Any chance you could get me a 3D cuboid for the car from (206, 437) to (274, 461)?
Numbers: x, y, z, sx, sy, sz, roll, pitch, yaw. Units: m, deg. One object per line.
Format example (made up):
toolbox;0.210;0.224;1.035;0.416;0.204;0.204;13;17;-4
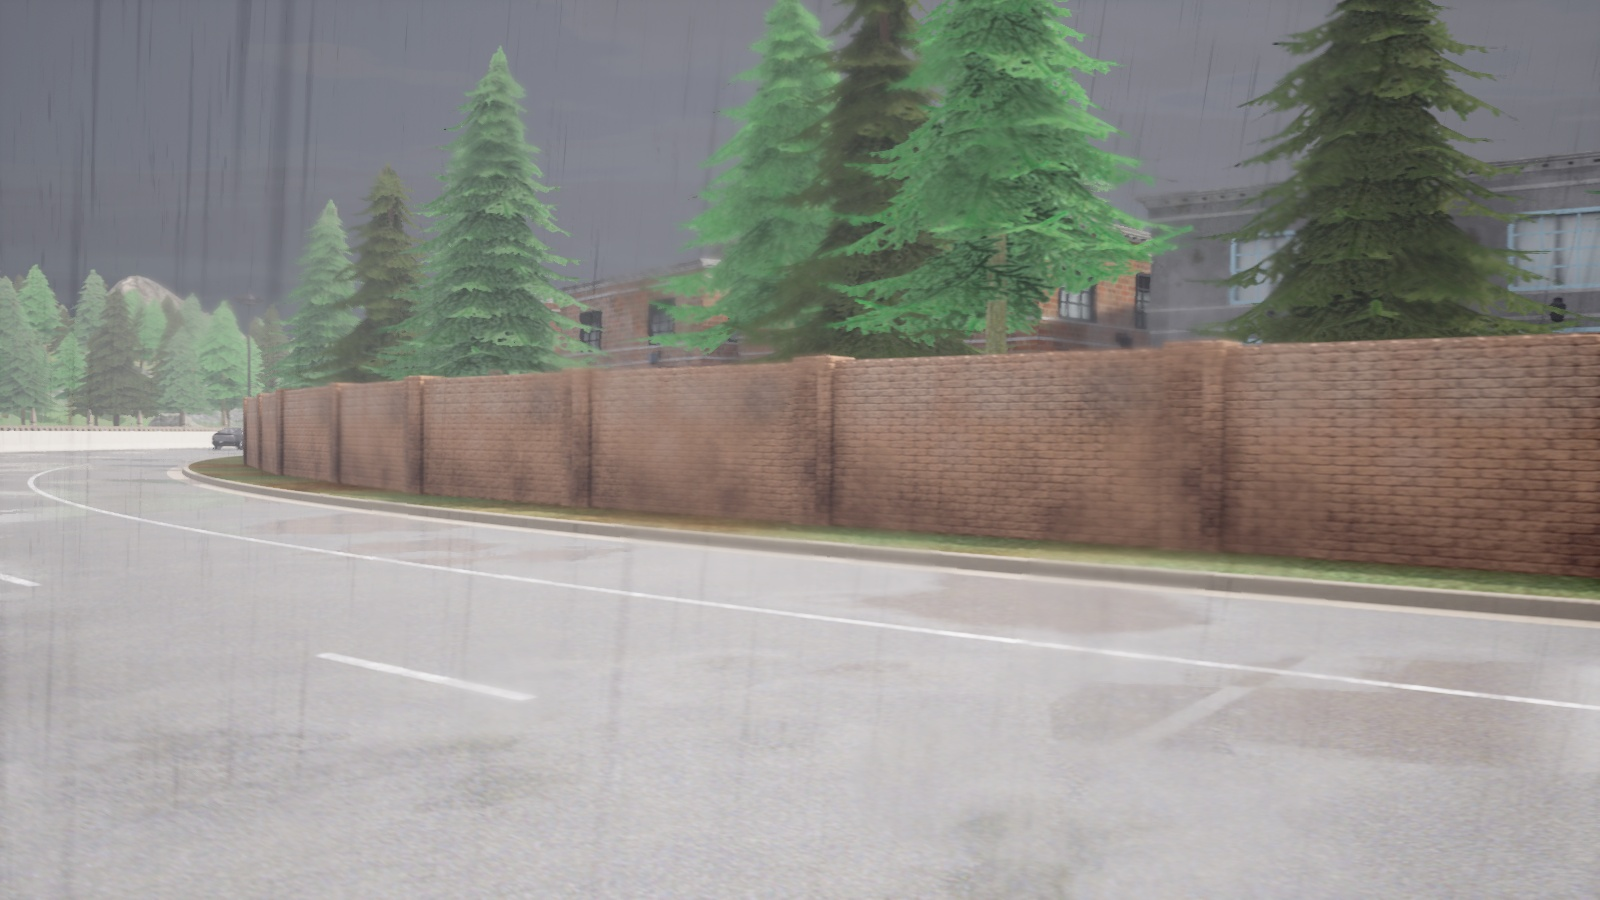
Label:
car;-38.035;-0.103;85.393;2.128;1.511;4.902;-1;1;4
